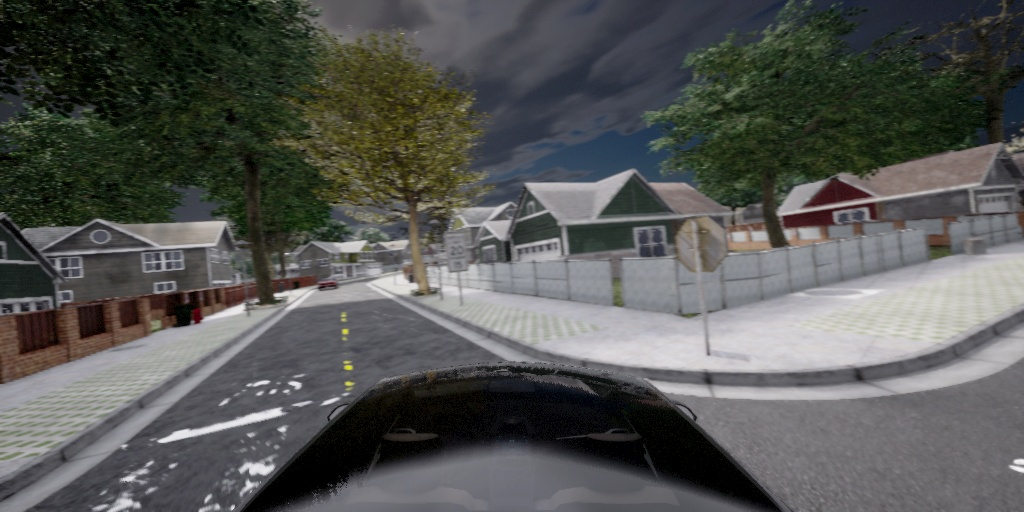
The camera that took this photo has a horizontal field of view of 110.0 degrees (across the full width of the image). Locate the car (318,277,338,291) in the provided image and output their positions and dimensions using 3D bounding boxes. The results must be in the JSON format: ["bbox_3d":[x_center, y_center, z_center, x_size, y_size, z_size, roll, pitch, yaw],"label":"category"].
[{"bbox_3d":[-21.240,3.175,41.491,1.895,1.301,4.718,-6,1,-23],"label":"car"}]
